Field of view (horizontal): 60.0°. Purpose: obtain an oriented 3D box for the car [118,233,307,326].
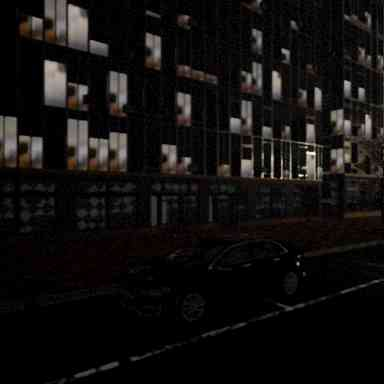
[{"bbox_3d":[0.632,1.589,7.036,4.403,1.369,2.008,0,0,-36],"label":"car"}]
